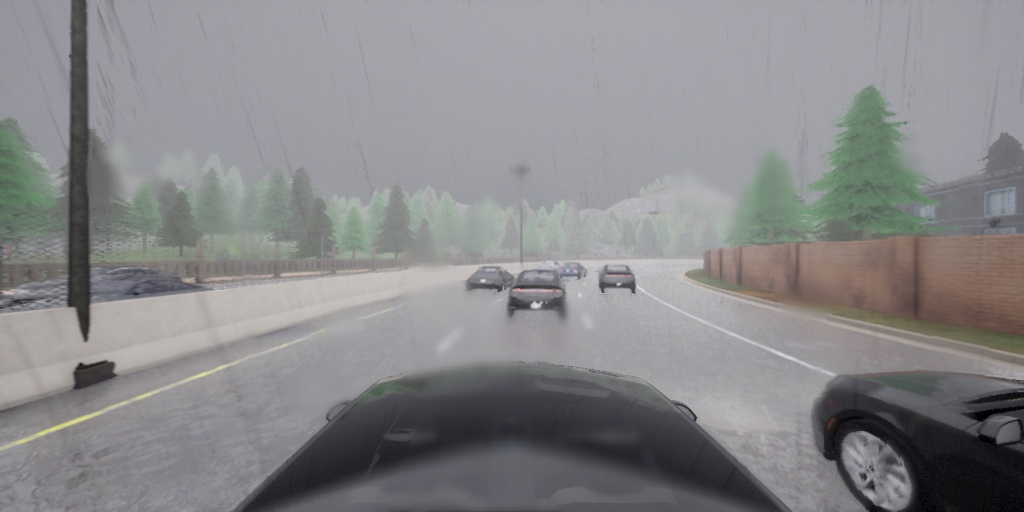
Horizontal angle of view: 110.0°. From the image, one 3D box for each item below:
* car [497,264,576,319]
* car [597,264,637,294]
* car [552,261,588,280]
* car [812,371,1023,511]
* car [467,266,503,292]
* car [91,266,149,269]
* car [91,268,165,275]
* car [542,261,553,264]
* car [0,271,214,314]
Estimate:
[{"bbox_3d":[1.005,1.222,12.746,2.128,1.511,4.902,0,0,7],"label":"car"},{"bbox_3d":[5.928,1.221,20.477,2.128,1.511,4.902,0,0,13],"label":"car"},{"bbox_3d":[5.322,1.253,31.143,2.033,1.411,5.357,0,0,20],"label":"car"},{"bbox_3d":[3.693,1.267,1.286,1.837,1.490,4.892,0,0,0],"label":"car"},{"bbox_3d":[-1.121,1.271,20.836,1.994,1.385,4.181,0,0,11],"label":"car"},{"bbox_3d":[-16.540,1.165,14.750,2.128,1.511,4.902,0,0,7],"label":"car"},{"bbox_3d":[-13.348,1.252,11.895,1.994,1.385,4.181,0,0,7],"label":"car"},{"bbox_3d":[4.064,1.215,37.470,1.812,1.442,4.674,0,0,22],"label":"car"},{"bbox_3d":[-10.092,1.268,9.395,1.994,1.385,4.181,0,0,5],"label":"car"}]
